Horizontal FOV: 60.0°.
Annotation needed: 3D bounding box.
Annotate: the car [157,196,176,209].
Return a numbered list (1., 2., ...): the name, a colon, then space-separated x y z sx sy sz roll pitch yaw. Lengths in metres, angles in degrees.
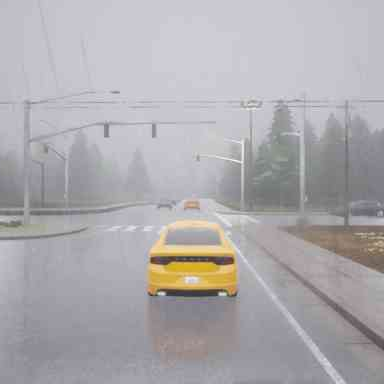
1. car: -3.612 1.547 45.064 2.033 1.411 5.357 0 0 0

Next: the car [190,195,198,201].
1. car: 0.637 1.442 83.258 1.837 1.490 4.892 0 0 2

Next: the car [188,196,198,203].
1. car: 0.246 1.537 72.865 2.033 1.411 5.357 0 0 2

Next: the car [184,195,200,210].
1. car: -0.012 1.478 42.304 1.882 1.535 5.008 0 0 0

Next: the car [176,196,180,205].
1. car: -3.583 1.601 56.294 1.895 1.301 4.718 0 0 1

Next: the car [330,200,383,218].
1. car: 14.887 1.527 29.630 4.892 1.490 1.837 -1 0 1

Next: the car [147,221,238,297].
1. car: 0.043 1.474 8.642 1.882 1.535 5.008 0 0 1
